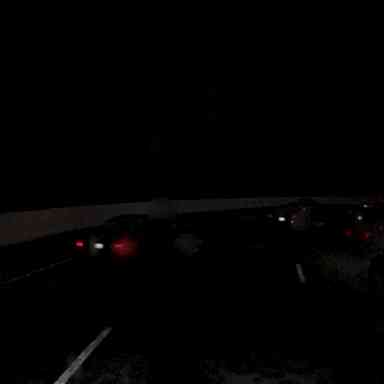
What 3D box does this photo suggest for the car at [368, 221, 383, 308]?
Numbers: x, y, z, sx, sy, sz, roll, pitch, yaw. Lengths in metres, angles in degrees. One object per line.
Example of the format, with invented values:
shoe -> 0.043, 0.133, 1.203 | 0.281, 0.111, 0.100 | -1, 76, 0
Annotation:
car -> 4.271, 1.481, 4.828 | 2.128, 1.511, 4.902 | 0, 0, 7

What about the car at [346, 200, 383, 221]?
car -> 13.103, 1.507, 24.931 | 1.895, 1.301, 4.718 | 1, 0, 39

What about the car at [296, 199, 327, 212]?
car -> 11.821, 1.388, 34.066 | 5.357, 1.411, 2.033 | 0, 0, -43

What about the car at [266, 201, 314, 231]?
car -> 5.867, 1.464, 20.126 | 1.994, 1.385, 4.181 | 0, 0, 27

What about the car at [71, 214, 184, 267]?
car -> -1.820, 1.465, 11.215 | 2.033, 1.411, 5.357 | 0, 0, 15
